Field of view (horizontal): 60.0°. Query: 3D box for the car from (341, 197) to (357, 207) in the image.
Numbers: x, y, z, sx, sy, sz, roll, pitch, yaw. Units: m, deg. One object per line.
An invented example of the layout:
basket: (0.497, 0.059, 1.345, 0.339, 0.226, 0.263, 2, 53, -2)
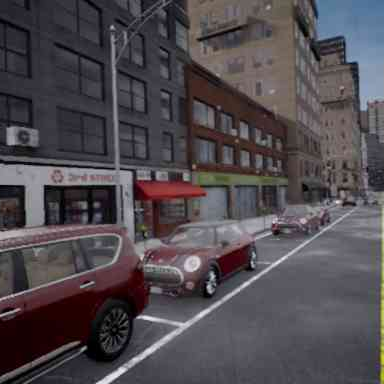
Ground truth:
car: (22.442, 1.353, 47.504, 1.887, 1.381, 4.507, -3, -1, 30)

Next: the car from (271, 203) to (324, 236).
car: (5.771, 1.461, 18.430, 1.967, 1.590, 4.097, -3, -1, 30)

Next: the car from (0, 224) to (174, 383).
car: (-2.567, 1.436, 3.895, 2.192, 1.841, 5.009, -3, -1, 30)

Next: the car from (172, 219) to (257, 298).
car: (0.216, 1.528, 8.738, 1.967, 1.590, 4.097, -3, -1, 30)

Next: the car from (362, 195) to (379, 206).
car: (25.774, 1.203, 47.940, 2.128, 1.511, 4.902, -2, -1, 30)

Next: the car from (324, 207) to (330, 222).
car: (8.555, 1.570, 23.274, 1.802, 1.307, 4.206, -3, -1, 30)
